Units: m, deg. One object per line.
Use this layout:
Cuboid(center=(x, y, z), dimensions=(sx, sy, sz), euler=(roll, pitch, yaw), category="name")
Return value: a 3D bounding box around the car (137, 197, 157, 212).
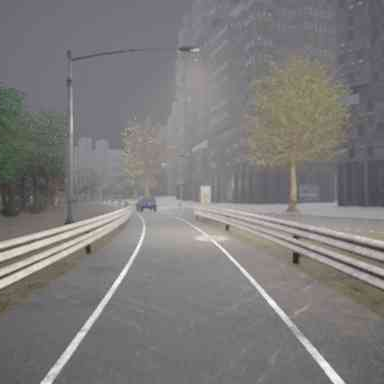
Cuboid(center=(-6.251, 1.663, 45.800), dimensions=(2.150, 2.045, 5.566), euler=(0, 0, -17), category="car")
